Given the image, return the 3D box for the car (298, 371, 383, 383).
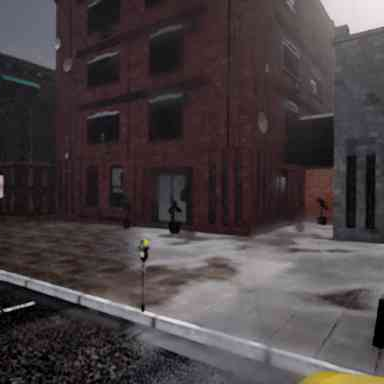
[{"bbox_3d":[2.454,1.527,1.125,4.829,1.417,1.752,0,1,35],"label":"car"}]
